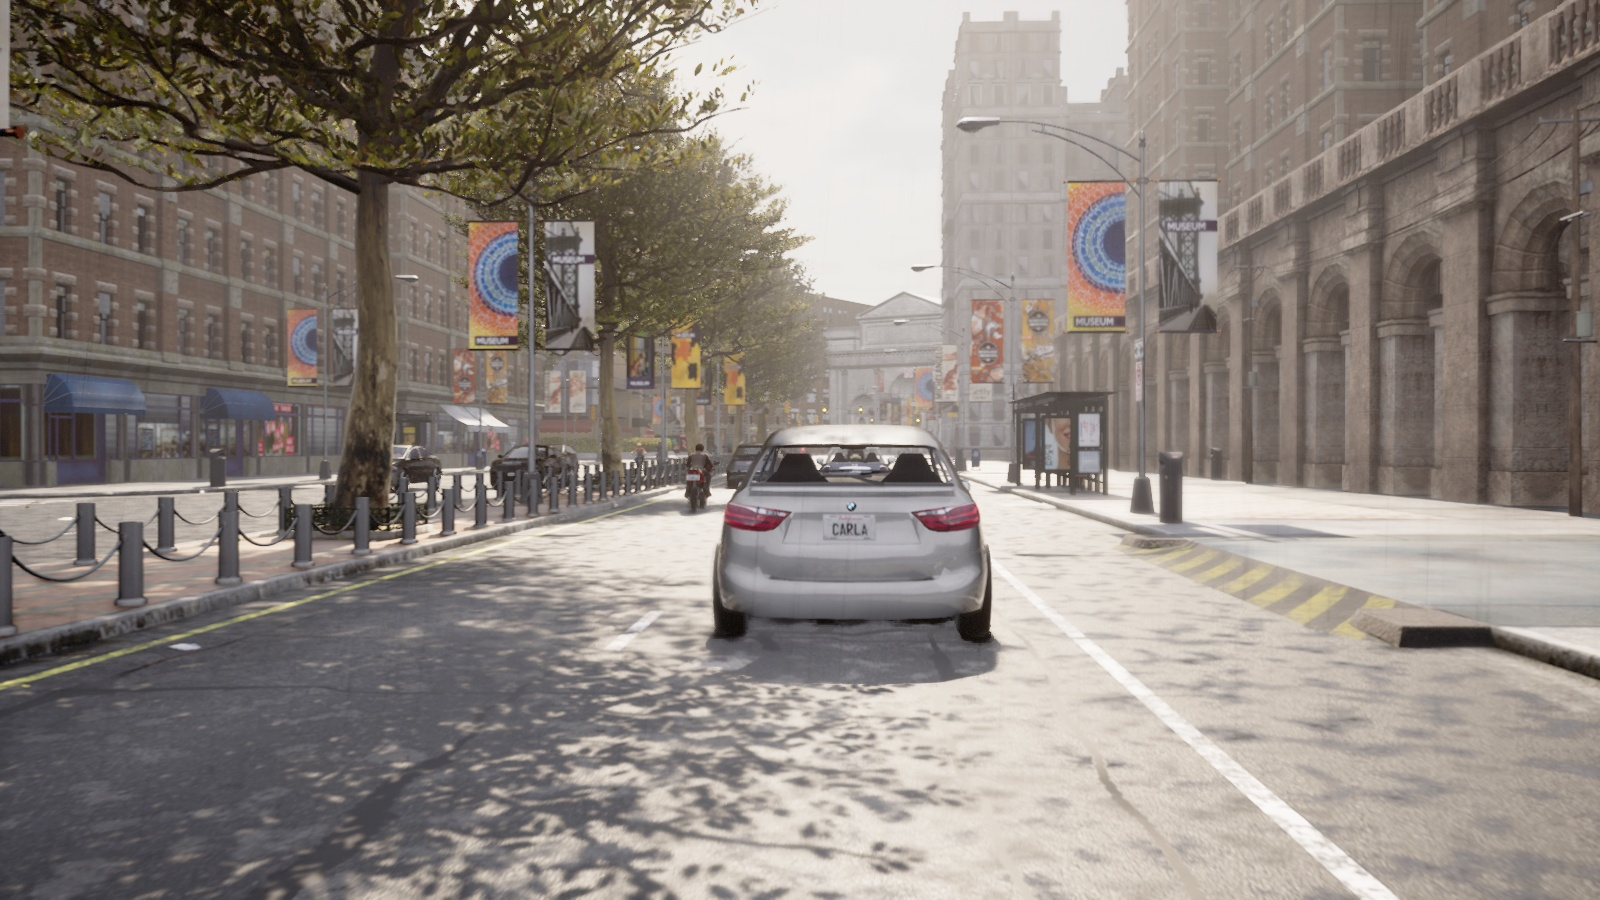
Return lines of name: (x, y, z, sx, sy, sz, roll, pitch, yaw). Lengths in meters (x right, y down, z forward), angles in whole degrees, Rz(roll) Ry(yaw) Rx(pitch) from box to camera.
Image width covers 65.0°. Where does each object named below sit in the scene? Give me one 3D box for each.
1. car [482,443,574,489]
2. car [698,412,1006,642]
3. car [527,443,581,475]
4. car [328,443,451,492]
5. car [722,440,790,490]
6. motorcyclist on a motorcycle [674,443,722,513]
car: (-9.519, 0.529, 44.386, 1.882, 1.535, 5.008, 0, 0, 3)
car: (0.479, 0.545, 11.452, 2.242, 1.667, 4.611, 0, 0, 3)
car: (-12.240, 0.452, 62.630, 1.789, 1.549, 3.705, 0, 0, 3)
car: (-13.252, 0.518, 40.890, 2.128, 1.511, 4.902, 0, 0, 4)
car: (-1.520, 0.490, 44.990, 2.033, 1.649, 4.856, 0, 1, 3)
motorcyclist on a motorcycle: (-2.291, 0.609, 28.448, 0.797, 1.523, 2.044, 0, 0, 3)
